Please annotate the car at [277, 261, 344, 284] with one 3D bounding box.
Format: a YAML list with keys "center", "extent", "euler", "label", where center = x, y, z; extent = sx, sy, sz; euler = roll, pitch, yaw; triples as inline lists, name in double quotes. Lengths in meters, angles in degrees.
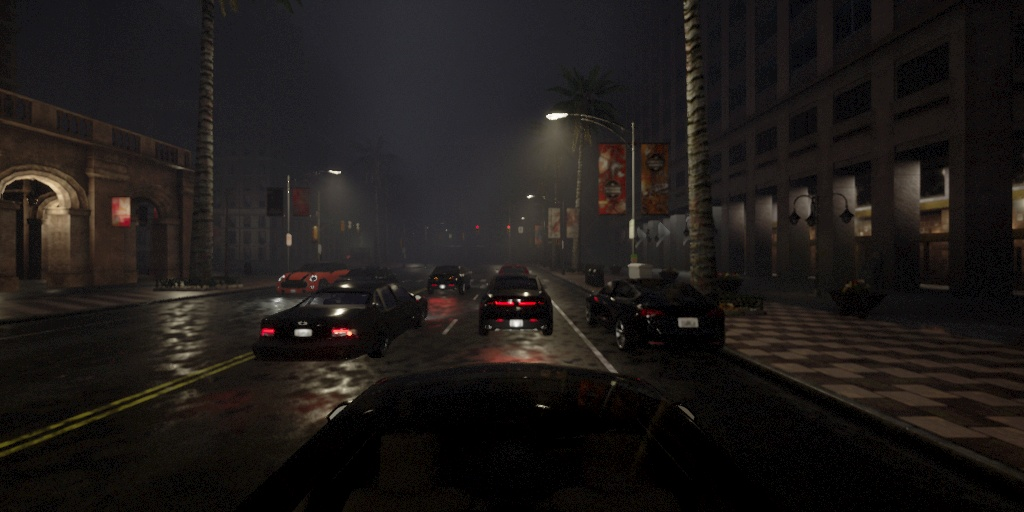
- center: [-10.535, 1.100, 19.525]
  extent: [2.097, 1.767, 4.553]
  euler: [0, 0, 1]
  label: "car"

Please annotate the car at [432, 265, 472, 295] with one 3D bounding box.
- center: [-3.396, 1.253, 19.938]
  extent: [1.837, 1.490, 4.892]
  euler: [0, 0, 0]
  label: "car"

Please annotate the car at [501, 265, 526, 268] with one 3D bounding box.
- center: [0.099, 1.226, 19.881]
  extent: [1.882, 1.535, 5.008]
  euler: [0, 0, 0]
  label: "car"

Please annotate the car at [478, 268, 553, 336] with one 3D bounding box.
- center: [0.091, 1.253, 10.431]
  extent: [1.837, 1.490, 4.892]
  euler: [0, 0, 0]
  label: "car"

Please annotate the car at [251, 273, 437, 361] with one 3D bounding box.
- center: [-3.398, 1.297, 8.357]
  extent: [2.033, 1.411, 5.357]
  euler: [0, 0, 0]
  label: "car"

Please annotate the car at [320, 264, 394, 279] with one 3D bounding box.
- center: [-7.050, 1.255, 17.586]
  extent: [1.837, 1.490, 4.892]
  euler: [0, -1, 0]
  label: "car"
